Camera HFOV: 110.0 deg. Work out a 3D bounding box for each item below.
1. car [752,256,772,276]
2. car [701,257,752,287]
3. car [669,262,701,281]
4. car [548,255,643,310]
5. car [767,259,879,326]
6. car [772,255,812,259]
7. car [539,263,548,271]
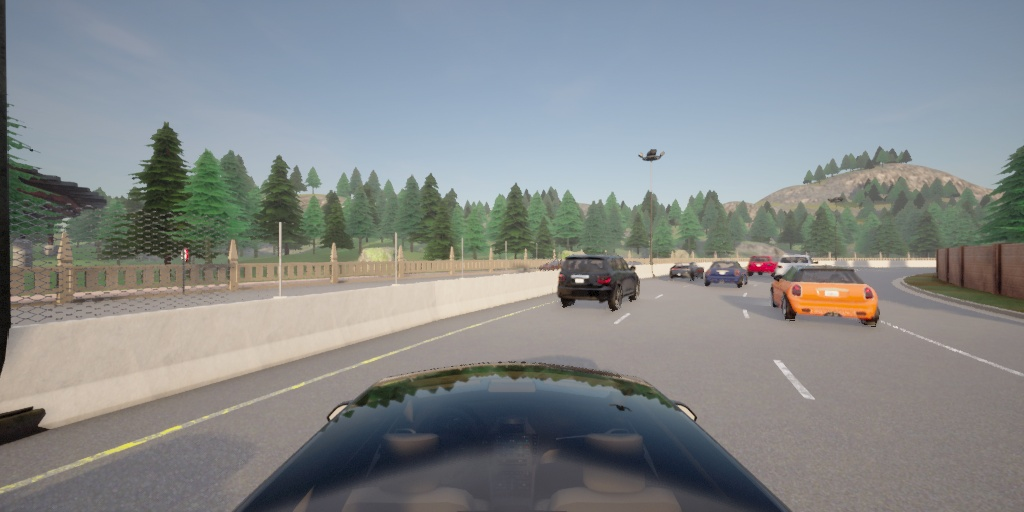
[{"bbox_3d":[25.080,0.972,35.322,5.566,2.045,2.150,0,0,-42],"label":"car"},{"bbox_3d":[14.706,1.102,24.476,2.097,1.767,4.553,0,0,38],"label":"car"},{"bbox_3d":[14.680,1.241,29.872,2.128,1.511,4.902,0,0,41],"label":"car"},{"bbox_3d":[3.750,0.972,14.974,2.150,2.045,5.566,0,0,30],"label":"car"},{"bbox_3d":[10.224,1.102,12.092,2.097,1.767,4.553,0,0,30],"label":"car"},{"bbox_3d":[21.702,0.968,27.257,2.150,2.045,5.566,0,-1,43],"label":"car"},{"bbox_3d":[5.078,1.227,40.389,1.882,1.535,5.008,0,0,43],"label":"car"}]
